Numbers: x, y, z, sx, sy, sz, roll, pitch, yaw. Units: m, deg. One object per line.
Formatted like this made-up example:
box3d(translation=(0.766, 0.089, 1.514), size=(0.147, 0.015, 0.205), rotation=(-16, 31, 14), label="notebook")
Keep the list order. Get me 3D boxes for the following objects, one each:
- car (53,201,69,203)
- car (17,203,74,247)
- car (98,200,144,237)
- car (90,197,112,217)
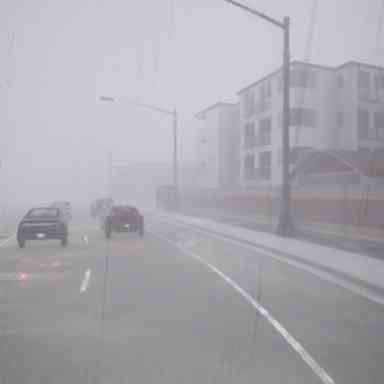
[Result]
box3d(translation=(-11.018, 1.466, 27.974), size=(2.033, 1.411, 5.357), rotation=(0, 0, -19), label="car")
box3d(translation=(-6.495, 1.445, 14.943), size=(2.128, 1.511, 4.902), rotation=(0, 0, -18), label="car")
box3d(translation=(-3.855, 1.433, 18.094), size=(1.882, 1.535, 5.008), rotation=(0, 0, -18), label="car")
box3d(translation=(-8.050, 1.274, 30.089), size=(2.097, 1.767, 4.553), rotation=(0, 0, -19), label="car")
